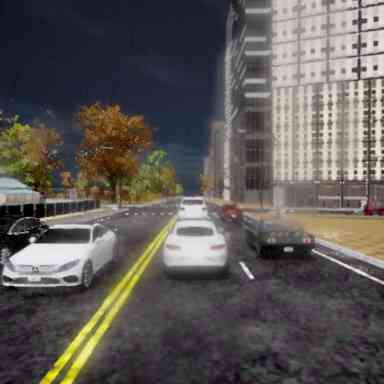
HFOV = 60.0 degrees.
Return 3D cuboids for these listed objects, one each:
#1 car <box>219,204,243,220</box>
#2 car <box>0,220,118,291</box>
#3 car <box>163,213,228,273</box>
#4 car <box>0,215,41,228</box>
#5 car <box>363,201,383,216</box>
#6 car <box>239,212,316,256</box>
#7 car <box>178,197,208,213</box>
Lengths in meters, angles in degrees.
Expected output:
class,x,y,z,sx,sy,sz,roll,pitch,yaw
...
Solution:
class,x,y,z,sx,sy,sz,roll,pitch,yaw
car,3.339,1.771,28.666,1.812,1.442,4.674,0,-1,0
car,-3.352,1.604,9.405,1.812,1.442,4.674,0,-1,0
car,0.089,1.616,10.847,1.812,1.442,4.674,0,-1,0
car,-6.601,1.604,11.626,1.837,1.490,4.892,0,-1,0
car,23.006,1.987,39.313,5.009,1.841,2.192,0,1,20
car,3.343,1.715,13.708,1.895,1.301,4.718,0,0,0
car,0.089,1.452,26.870,2.150,2.045,5.566,0,0,-1
